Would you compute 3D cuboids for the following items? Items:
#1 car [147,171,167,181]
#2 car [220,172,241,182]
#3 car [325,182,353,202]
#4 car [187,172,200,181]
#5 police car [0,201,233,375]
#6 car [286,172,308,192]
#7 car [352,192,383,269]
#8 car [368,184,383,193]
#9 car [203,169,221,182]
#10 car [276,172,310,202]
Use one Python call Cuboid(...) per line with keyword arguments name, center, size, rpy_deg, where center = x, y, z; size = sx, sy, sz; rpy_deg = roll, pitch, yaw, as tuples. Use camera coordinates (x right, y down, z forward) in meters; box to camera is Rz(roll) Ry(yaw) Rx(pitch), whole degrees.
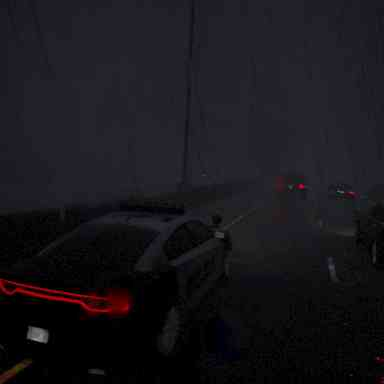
Cuboid(name="car", center=(-5.368, -2.497, 52.115), size=(1.812, 1.442, 4.674), rpy_deg=(3, 5, 19))
Cuboid(name="car", center=(6.805, -2.380, 55.149), size=(2.128, 1.511, 4.902), rpy_deg=(3, 5, 19))
Cuboid(name="car", center=(12.025, -0.076, 27.182), size=(2.033, 1.411, 5.357), rpy_deg=(3, 5, 19))
Cuboid(name="car", center=(-0.008, -2.705, 56.837), size=(1.837, 1.490, 4.892), rpy_deg=(3, 5, 19))
Cuboid(name="police car", center=(-0.597, 0.991, 5.559), size=(1.930, 1.638, 5.238), rpy_deg=(3, 4, 19))
Cuboid(name="car", center=(12.322, -1.259, 38.827), size=(2.150, 2.045, 5.566), rpy_deg=(3, 5, 19))
Cuboid(name="car", center=(5.666, 1.036, 8.912), size=(1.837, 1.490, 4.892), rpy_deg=(3, 4, 19))
Cuboid(name="car", center=(15.797, 0.043, 27.390), size=(1.994, 1.385, 4.181), rpy_deg=(3, 5, 19))
Cuboid(name="car", center=(3.641, -2.860, 56.640), size=(2.150, 2.045, 5.566), rpy_deg=(3, 5, 20))
Cuboid(name="car", center=(7.896, -0.445, 26.071), size=(2.150, 2.045, 5.566), rpy_deg=(3, 5, 20))
